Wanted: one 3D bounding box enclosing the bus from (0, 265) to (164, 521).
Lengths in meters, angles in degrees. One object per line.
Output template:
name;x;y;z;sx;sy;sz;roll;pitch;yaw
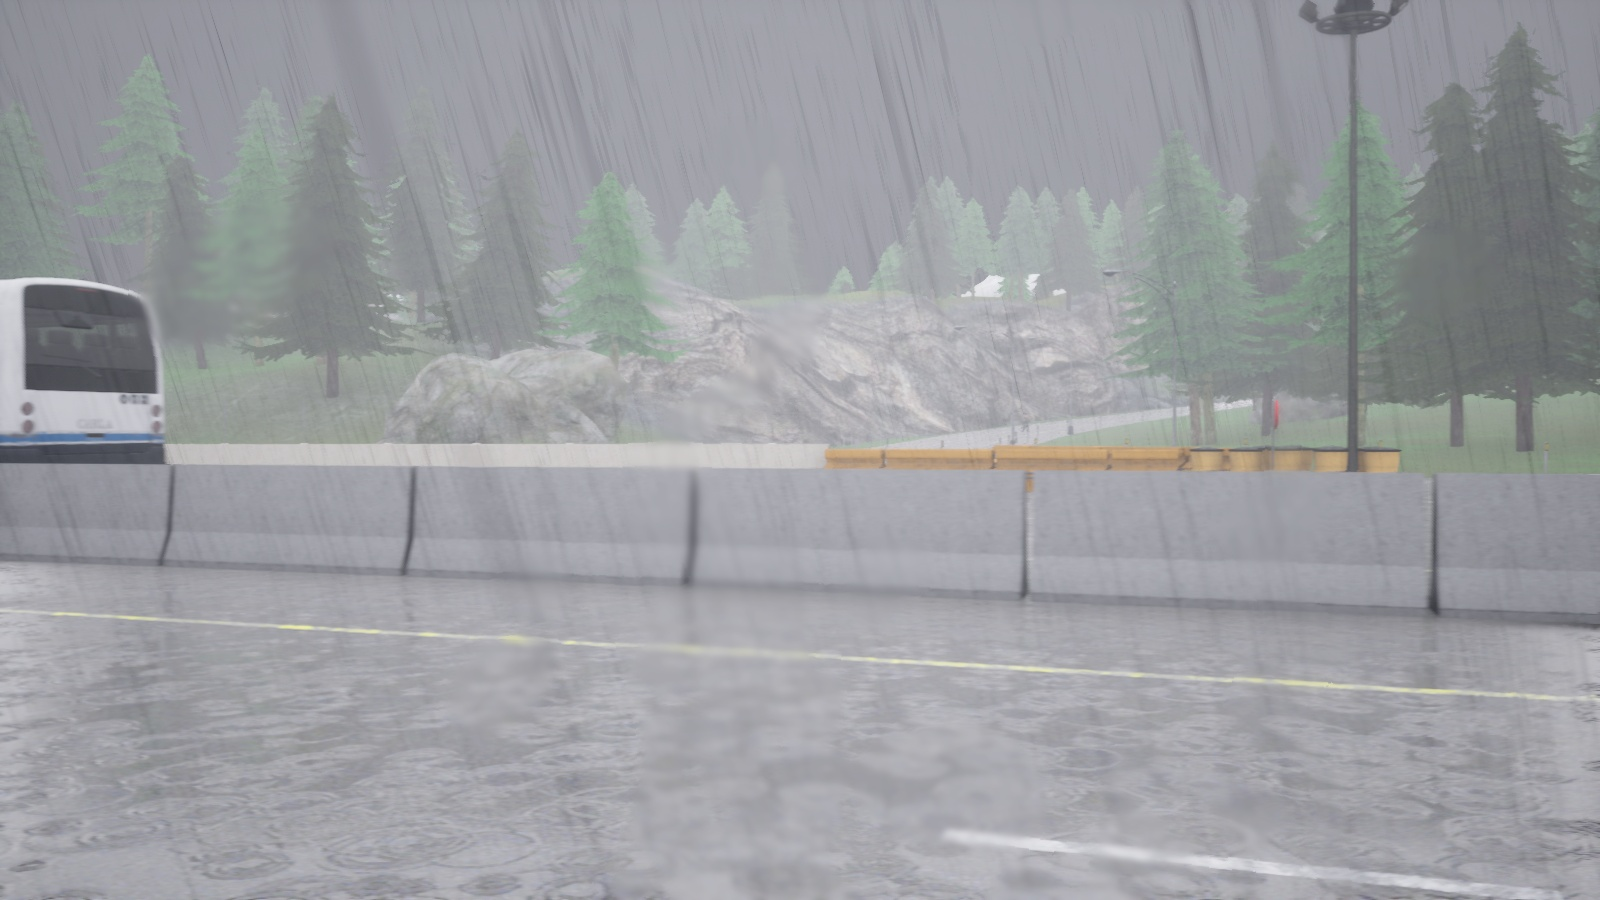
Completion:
bus;-17.744;-1.000;23.913;10.273;4.253;3.944;0;1;19
